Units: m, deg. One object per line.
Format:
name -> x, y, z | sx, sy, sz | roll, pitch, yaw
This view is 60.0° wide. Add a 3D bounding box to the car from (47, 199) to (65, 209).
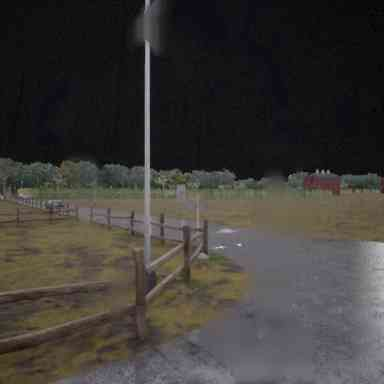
car -> -19.964, 1.785, 48.458 | 2.033, 1.411, 5.357 | -1, 1, -33
